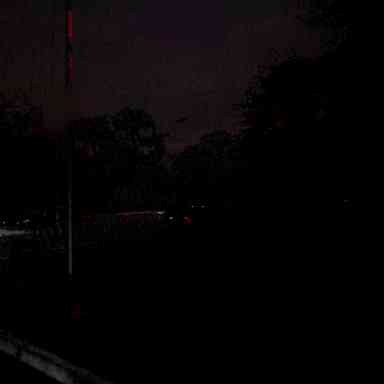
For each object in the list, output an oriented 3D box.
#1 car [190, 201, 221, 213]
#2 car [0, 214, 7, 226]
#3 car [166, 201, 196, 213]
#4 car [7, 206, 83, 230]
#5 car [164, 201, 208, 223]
[{"bbox_3d":[1.830,1.921,43.128,1.895,1.301,4.718,-1,-1,32],"label":"car"},{"bbox_3d":[-12.752,1.952,26.618,1.895,1.301,4.718,-1,-1,32],"label":"car"},{"bbox_3d":[-1.431,1.931,44.523,1.994,1.385,4.181,-1,-1,32],"label":"car"},{"bbox_3d":[-10.238,1.807,24.048,1.837,1.490,4.892,-1,0,32],"label":"car"},{"bbox_3d":[-0.228,1.704,26.606,2.128,1.511,4.902,-1,-1,32],"label":"car"}]
